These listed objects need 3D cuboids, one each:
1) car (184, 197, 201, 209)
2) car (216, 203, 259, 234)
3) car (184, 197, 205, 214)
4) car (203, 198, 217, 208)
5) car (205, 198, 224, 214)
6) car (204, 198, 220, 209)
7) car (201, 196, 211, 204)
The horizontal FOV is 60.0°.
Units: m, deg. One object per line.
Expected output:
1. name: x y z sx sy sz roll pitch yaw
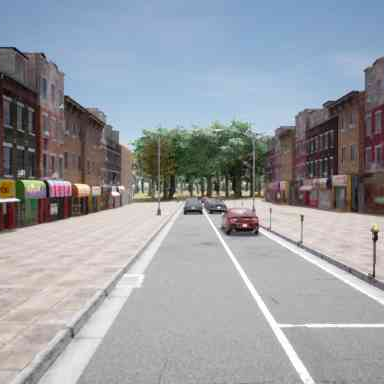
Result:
1. car: 0.100 1.526 45.942 2.128 1.511 4.902 0 0 2
2. car: 2.658 1.548 18.941 1.887 1.381 4.507 -1 0 0
3. car: 0.148 1.582 35.723 1.994 1.385 4.181 0 0 1
4. car: 2.712 1.596 51.379 2.008 1.369 4.403 -1 0 0
5. car: 2.685 1.583 35.160 1.947 1.339 4.313 -1 0 0
6. car: 2.703 1.579 45.973 1.887 1.381 4.507 -1 0 0
7. car: 2.740 1.629 67.599 1.887 1.381 4.507 -1 0 0
